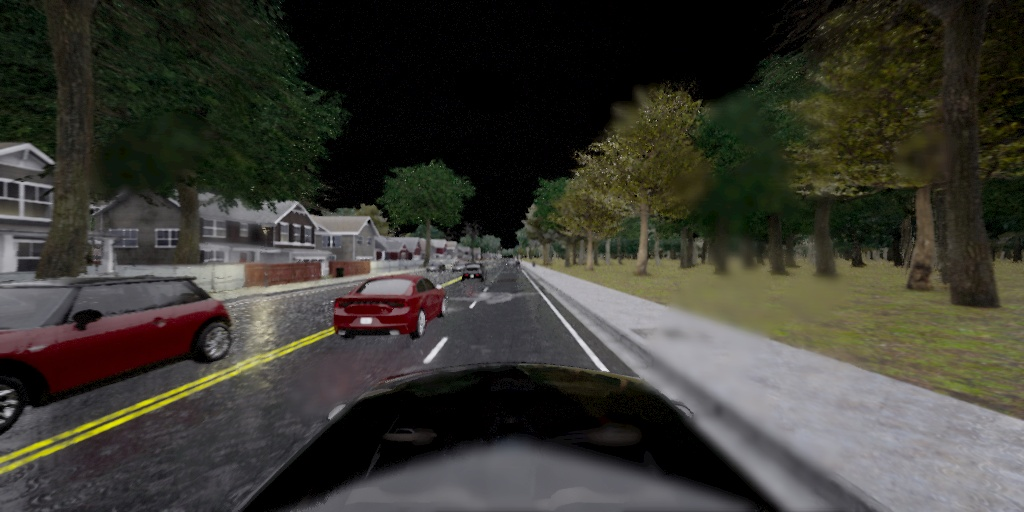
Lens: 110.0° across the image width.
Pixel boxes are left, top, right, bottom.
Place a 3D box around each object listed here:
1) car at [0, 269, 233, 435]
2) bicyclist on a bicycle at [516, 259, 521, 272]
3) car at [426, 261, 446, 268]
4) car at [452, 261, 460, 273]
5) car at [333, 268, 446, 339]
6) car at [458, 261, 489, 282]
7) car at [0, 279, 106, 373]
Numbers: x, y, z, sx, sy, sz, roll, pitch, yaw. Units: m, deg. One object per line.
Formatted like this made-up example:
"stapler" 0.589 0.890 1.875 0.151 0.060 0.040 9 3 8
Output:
"car" -6.602 1.114 5.178 2.097 1.767 4.553 0 0 0
"bicyclist on a bicycle" 0.879 1.291 48.478 0.659 1.776 1.843 0 0 0
"car" -9.845 1.403 46.615 2.128 1.511 4.902 0 0 0
"car" -6.595 1.403 46.724 2.128 1.511 4.902 0 0 0
"car" -3.154 1.259 10.238 1.882 1.535 5.008 0 0 0
"car" -3.159 1.360 30.734 1.837 1.490 4.892 0 0 0
"car" -9.853 1.254 5.302 2.128 1.511 4.902 0 0 0
